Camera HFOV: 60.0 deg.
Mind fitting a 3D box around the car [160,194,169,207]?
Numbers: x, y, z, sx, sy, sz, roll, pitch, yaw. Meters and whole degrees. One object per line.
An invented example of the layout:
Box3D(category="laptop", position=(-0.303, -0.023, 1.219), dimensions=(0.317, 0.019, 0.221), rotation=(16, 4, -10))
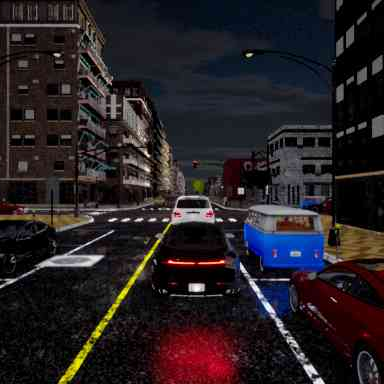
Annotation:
Box3D(category="car", position=(-3.196, 1.383, 50.185), dimensions=(2.097, 1.767, 4.553), rotation=(0, 0, 0))

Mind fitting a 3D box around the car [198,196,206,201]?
Box3D(category="car", position=(2.523, 1.643, 88.351), dimensions=(2.008, 1.369, 4.403), rotation=(0, 0, 0))

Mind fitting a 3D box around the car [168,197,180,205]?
Box3D(category="car", position=(-3.189, 1.643, 59.128), dimensions=(1.895, 1.301, 4.718), rotation=(0, 0, 0))

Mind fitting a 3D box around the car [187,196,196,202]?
Box3D(category="car", position=(-0.157, 1.618, 81.499), dimensions=(2.033, 1.411, 5.357), rotation=(0, 0, 0))

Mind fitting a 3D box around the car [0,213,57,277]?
Box3D(category="car", position=(-5.707, 1.567, 10.338), dimensions=(1.947, 1.339, 4.313), rotation=(0, 0, 0))

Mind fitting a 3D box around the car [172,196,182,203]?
Box3D(category="car", position=(-3.134, 1.582, 69.281), dimensions=(1.812, 1.442, 4.674), rotation=(0, 0, 0))

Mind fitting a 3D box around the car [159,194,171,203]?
Box3D(category="car", position=(-5.825, 1.376, 71.717), dimensions=(2.192, 1.841, 5.009), rotation=(0, 0, 0))

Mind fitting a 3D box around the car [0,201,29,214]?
Box3D(category="car", position=(-17.526, 1.535, 31.101), dimensions=(4.206, 1.307, 1.802), rotation=(0, 0, 0))

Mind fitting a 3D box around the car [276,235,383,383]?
Box3D(category="car", position=(2.651, 1.582, 4.640), dimensions=(1.802, 1.307, 4.206), rotation=(0, 0, 0))

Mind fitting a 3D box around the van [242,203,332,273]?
Box3D(category="van", position=(2.641, 1.343, 10.329), dimensions=(1.690, 1.788, 3.998), rotation=(0, 0, 0))

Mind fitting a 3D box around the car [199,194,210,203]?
Box3D(category="car", position=(2.556, 1.376, 71.734), dimensions=(2.192, 1.841, 5.009), rotation=(0, 0, 0))

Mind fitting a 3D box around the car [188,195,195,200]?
Box3D(category="car", position=(-0.176, 1.584, 91.949), dimensions=(1.895, 1.301, 4.718), rotation=(0, 0, 0))

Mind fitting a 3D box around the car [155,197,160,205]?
Box3D(category="car", position=(-5.804, 1.569, 60.468), dimensions=(1.752, 1.417, 4.829), rotation=(0, 0, 0))

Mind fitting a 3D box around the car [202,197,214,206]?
Box3D(category="car", position=(2.587, 1.562, 55.286), dimensions=(1.752, 1.417, 4.829), rotation=(0, 0, 0))

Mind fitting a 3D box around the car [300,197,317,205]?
Box3D(category="car", position=(15.075, 1.620, 36.997), dimensions=(5.357, 1.411, 2.033), rotation=(0, 0, 2))

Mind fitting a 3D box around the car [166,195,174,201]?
Box3D(category="car", position=(-5.858, 1.617, 88.164), dimensions=(1.752, 1.417, 4.829), rotation=(0, 0, 0))

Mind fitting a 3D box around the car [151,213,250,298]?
Box3D(category="car", position=(0.081, 1.506, 8.511), dimensions=(1.837, 1.490, 4.892), rotation=(0, 0, 0))

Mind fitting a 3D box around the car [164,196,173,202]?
Box3D(category="car", position=(-5.848, 1.632, 82.795), dimensions=(2.008, 1.369, 4.403), rotation=(0, 0, 0))

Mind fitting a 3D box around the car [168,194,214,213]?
Box3D(category="car", position=(0.054, 1.225, 18.512), dimensions=(2.150, 2.045, 5.566), rotation=(0, 0, 0))

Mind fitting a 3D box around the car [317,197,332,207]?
Box3D(category="car", position=(14.862, 1.359, 31.244), dimensions=(5.009, 1.841, 2.192), rotation=(0, 0, 0))

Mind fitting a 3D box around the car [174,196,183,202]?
Box3D(category="car", position=(-3.152, 1.625, 79.032), dimensions=(1.994, 1.385, 4.181), rotation=(0, 0, 0))

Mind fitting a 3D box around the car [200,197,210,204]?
Box3D(category="car", position=(2.565, 1.634, 66.194), dimensions=(1.802, 1.307, 4.206), rotation=(0, 0, 0))
